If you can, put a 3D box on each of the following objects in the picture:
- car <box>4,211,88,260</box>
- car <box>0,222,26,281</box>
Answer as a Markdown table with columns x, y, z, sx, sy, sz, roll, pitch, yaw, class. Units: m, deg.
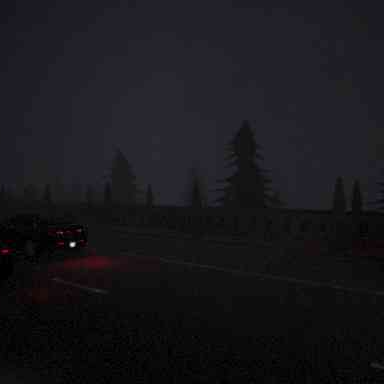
| x | y | z | sx | sy | sz | roll | pitch | yaw | class |
| --- | --- | --- | --- | --- | --- | --- | --- | --- | --- |
| -5.977 | 1.503 | 12.578 | 4.892 | 1.490 | 1.837 | 0 | 0 | 36 | car |
| -6.433 | 1.562 | 8.600 | 4.181 | 1.385 | 1.994 | 0 | 0 | 36 | car |
